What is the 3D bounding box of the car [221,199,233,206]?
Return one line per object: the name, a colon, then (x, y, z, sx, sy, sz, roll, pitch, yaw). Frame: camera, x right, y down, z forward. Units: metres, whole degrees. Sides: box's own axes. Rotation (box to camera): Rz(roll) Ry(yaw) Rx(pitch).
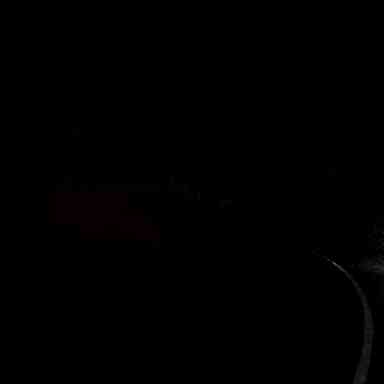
car: (7.428, 2.268, 71.018, 1.882, 1.535, 5.008, 0, -1, -3)
